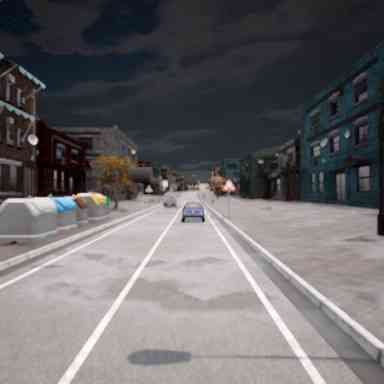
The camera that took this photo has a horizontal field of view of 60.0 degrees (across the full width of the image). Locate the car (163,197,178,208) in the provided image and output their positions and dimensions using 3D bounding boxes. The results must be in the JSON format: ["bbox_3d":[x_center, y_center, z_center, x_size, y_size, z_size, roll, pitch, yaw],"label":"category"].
[{"bbox_3d":[-3.083,1.534,47.804,1.837,1.490,4.892,0,0,0],"label":"car"}]

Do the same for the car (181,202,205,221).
[{"bbox_3d":[0.099,1.554,27.433,2.033,1.411,5.357,0,0,0],"label":"car"}]
